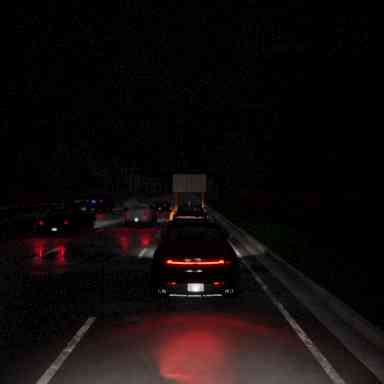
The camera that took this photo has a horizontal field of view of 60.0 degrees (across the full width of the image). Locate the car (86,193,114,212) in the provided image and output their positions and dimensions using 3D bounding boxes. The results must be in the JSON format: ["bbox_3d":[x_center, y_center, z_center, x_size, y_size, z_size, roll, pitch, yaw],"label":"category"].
[{"bbox_3d":[-10.690,1.212,38.779,2.150,2.045,5.566,0,-1,0],"label":"car"}]

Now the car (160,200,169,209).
[{"bbox_3d":[-3.706,1.600,40.404,1.895,1.301,4.718,0,0,0],"label":"car"}]

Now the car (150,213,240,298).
[{"bbox_3d":[0.052,1.505,8.525,1.837,1.490,4.892,0,0,0],"label":"car"}]

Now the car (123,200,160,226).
[{"bbox_3d":[-3.565,1.525,23.512,1.812,1.442,4.674,0,0,0],"label":"car"}]

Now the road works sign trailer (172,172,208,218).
[{"bbox_3d":[-0.174,0.464,22.782,2.380,3.560,2.880,0,0,-3],"label":"road works sign trailer"}]

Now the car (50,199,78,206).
[{"bbox_3d":[-14.178,1.490,37.144,2.128,1.511,4.902,0,0,0],"label":"car"}]

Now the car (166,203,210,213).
[{"bbox_3d":[-0.052,1.488,18.912,2.128,1.511,4.902,0,0,1],"label":"car"}]

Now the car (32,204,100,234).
[{"bbox_3d":[-7.028,1.601,19.144,1.895,1.301,4.718,0,0,0],"label":"car"}]

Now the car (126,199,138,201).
[{"bbox_3d":[-7.212,1.526,40.654,1.812,1.442,4.674,0,-1,-1],"label":"car"}]

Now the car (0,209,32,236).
[{"bbox_3d":[-10.523,1.601,18.421,1.895,1.301,4.718,0,0,0],"label":"car"}]
